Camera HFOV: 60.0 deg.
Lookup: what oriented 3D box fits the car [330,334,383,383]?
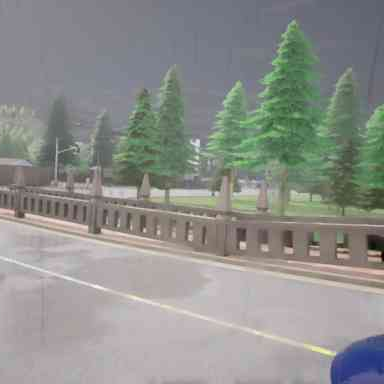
[{"bbox_3d":[3.188,1.527,1.719,4.674,1.442,1.812,-1,0,35],"label":"car"}]
